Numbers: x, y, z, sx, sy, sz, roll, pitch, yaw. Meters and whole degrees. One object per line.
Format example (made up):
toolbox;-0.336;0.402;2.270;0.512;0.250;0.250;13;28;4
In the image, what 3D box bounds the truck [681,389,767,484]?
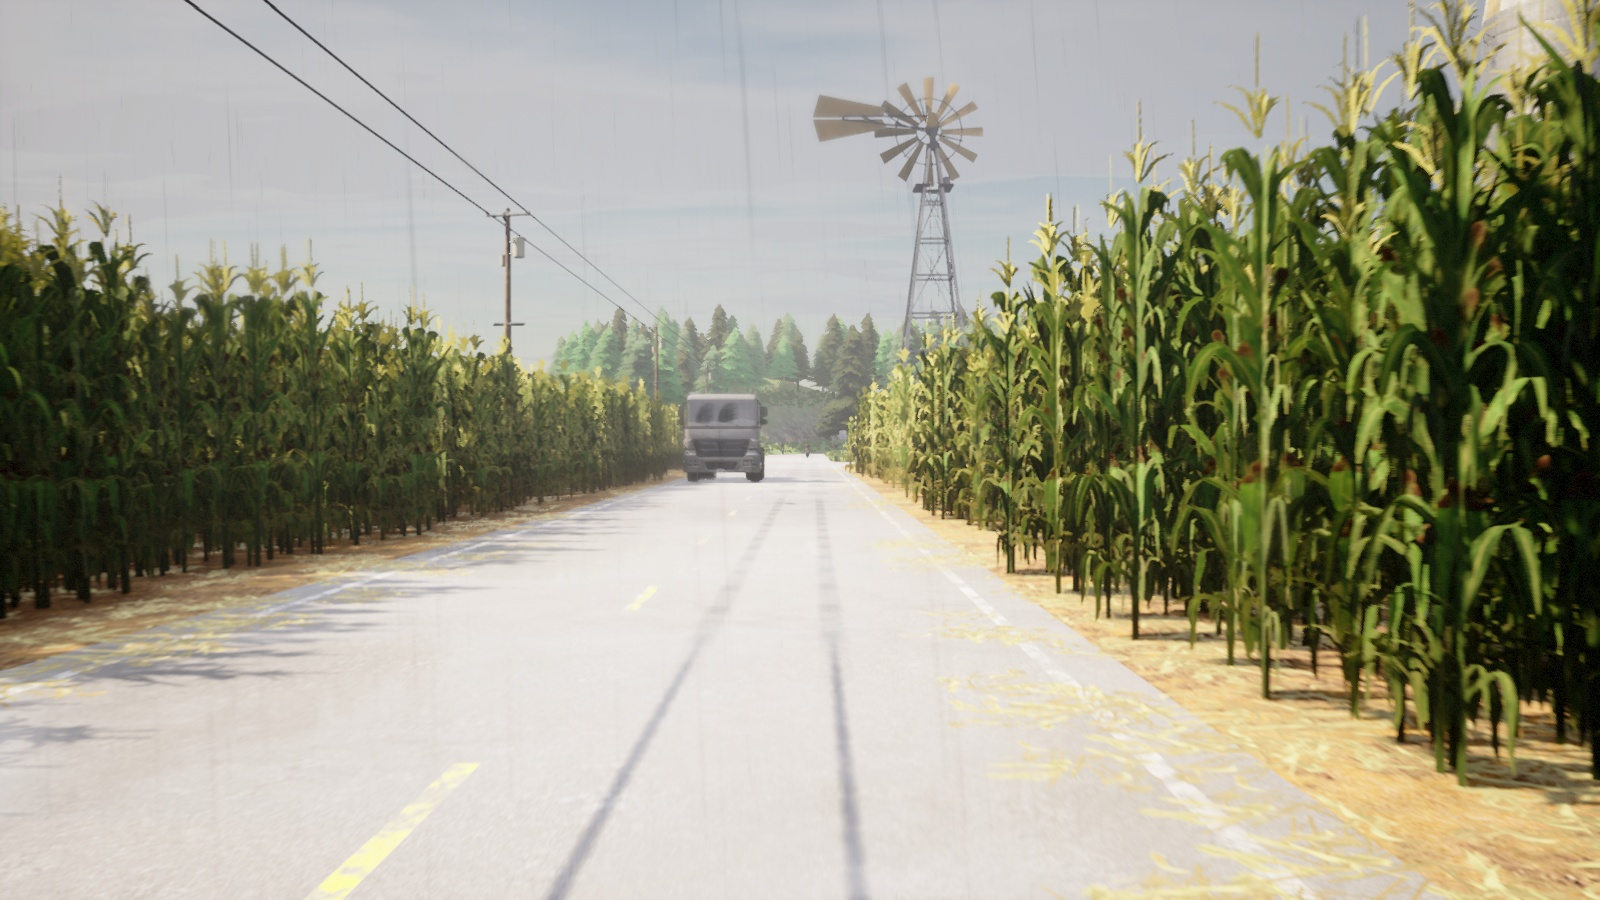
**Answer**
truck;-2.893;-0.520;50.098;2.891;3.462;7.936;0;0;0
